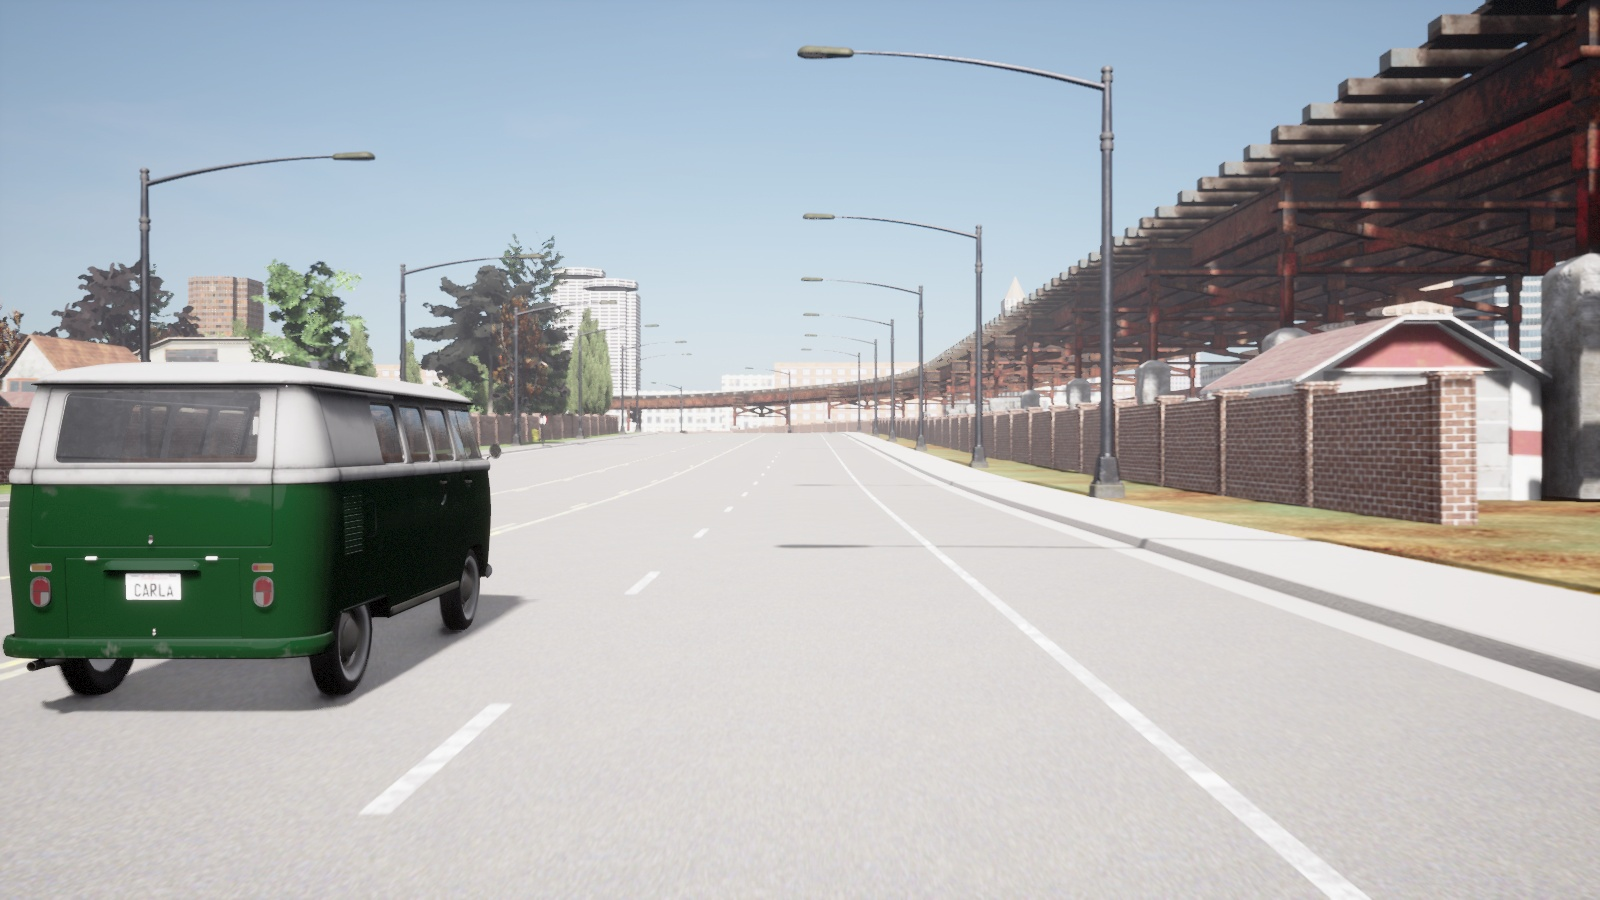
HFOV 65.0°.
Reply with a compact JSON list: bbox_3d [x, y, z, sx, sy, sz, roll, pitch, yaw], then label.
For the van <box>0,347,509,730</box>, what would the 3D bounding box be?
[{"bbox_3d":[-3.439,0.447,8.751,1.775,1.987,4.442,0,0,0],"label":"van"}]
